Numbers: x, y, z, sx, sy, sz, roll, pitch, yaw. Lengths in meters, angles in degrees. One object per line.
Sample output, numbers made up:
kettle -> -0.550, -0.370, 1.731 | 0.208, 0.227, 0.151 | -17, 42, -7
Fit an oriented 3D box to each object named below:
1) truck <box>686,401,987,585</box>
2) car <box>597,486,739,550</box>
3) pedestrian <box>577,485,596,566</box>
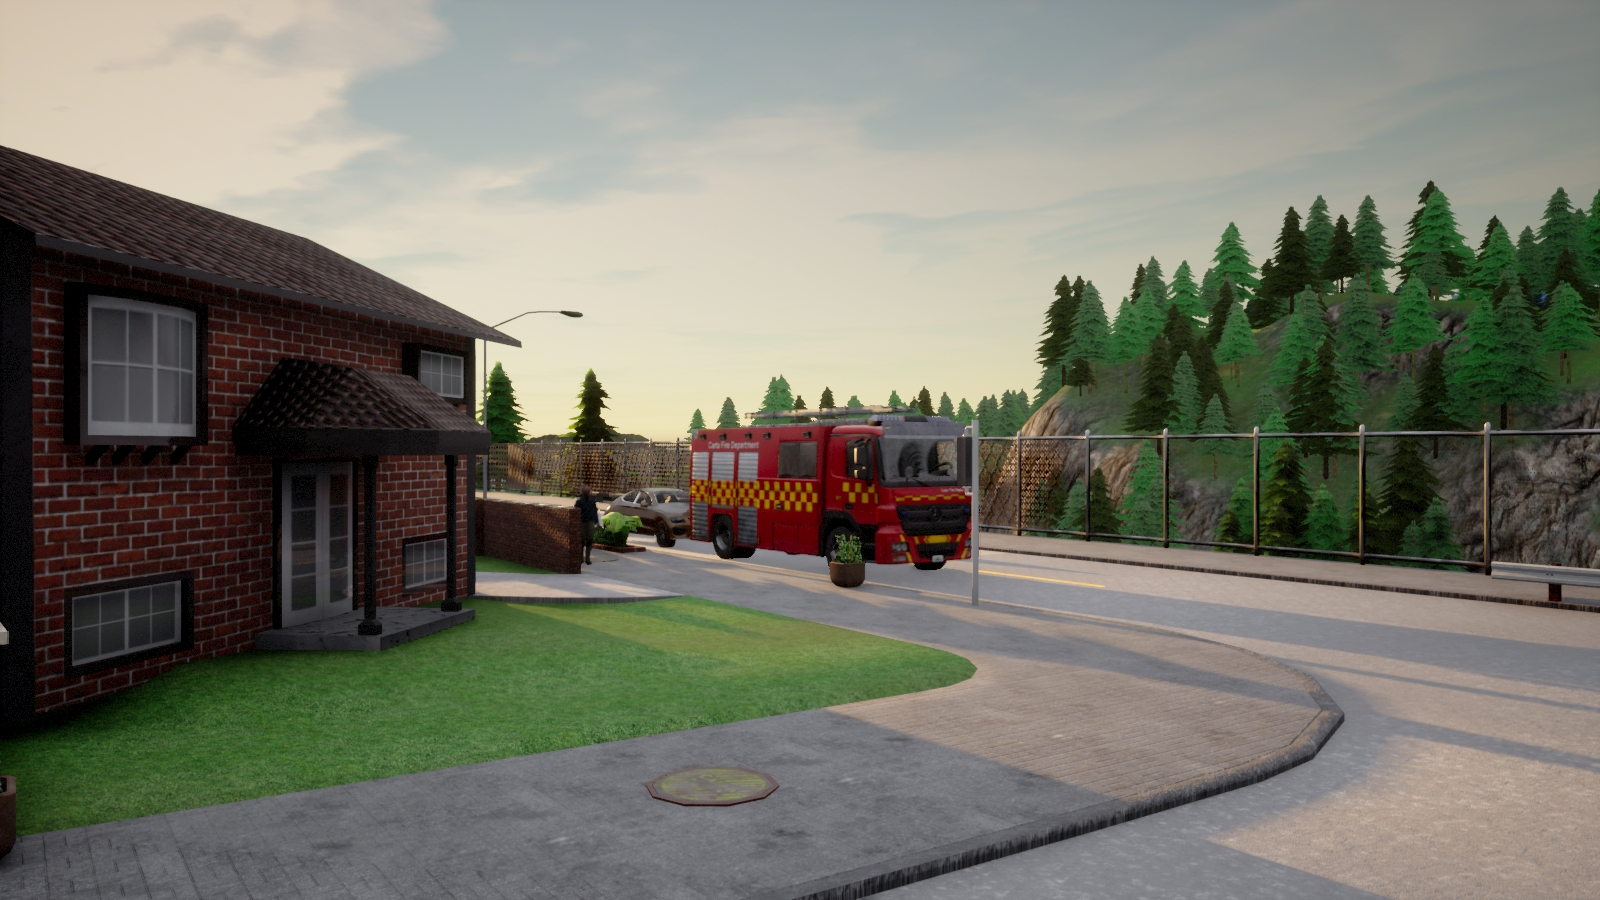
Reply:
truck -> 0.541, 0.891, 28.053 | 2.891, 3.827, 8.468 | 0, 0, -35
car -> -4.108, 1.992, 34.708 | 2.152, 1.651, 5.027 | 0, 0, -35
pedestrian -> -4.996, 1.745, 26.705 | 0.375, 1.860, 0.375 | 0, 0, -23
